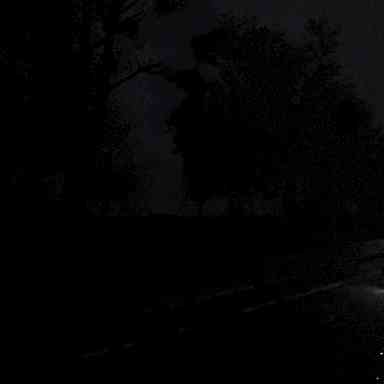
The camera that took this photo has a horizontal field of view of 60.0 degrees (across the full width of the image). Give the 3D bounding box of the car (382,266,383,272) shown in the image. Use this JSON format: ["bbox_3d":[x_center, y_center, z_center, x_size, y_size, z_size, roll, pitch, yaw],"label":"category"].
[{"bbox_3d":[7.208,1.557,8.848,5.357,1.411,2.033,0,0,-36],"label":"car"}]
